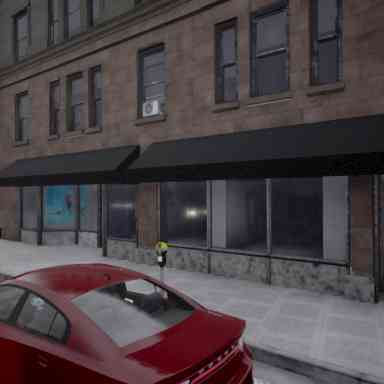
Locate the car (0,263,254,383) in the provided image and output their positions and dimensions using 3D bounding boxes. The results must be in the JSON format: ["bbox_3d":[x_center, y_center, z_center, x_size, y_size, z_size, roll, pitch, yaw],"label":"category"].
[{"bbox_3d":[-1.519,1.545,3.932,4.507,1.381,1.887,0,0,35],"label":"car"}]
